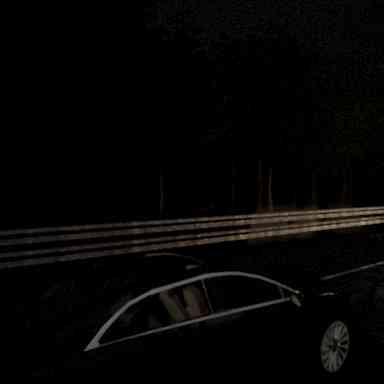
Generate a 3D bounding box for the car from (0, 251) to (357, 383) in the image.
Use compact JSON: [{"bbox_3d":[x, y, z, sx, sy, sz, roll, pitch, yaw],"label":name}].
[{"bbox_3d":[0.001,1.472,3.871,4.902,1.511,2.128,-1,0,-36],"label":"car"}]
